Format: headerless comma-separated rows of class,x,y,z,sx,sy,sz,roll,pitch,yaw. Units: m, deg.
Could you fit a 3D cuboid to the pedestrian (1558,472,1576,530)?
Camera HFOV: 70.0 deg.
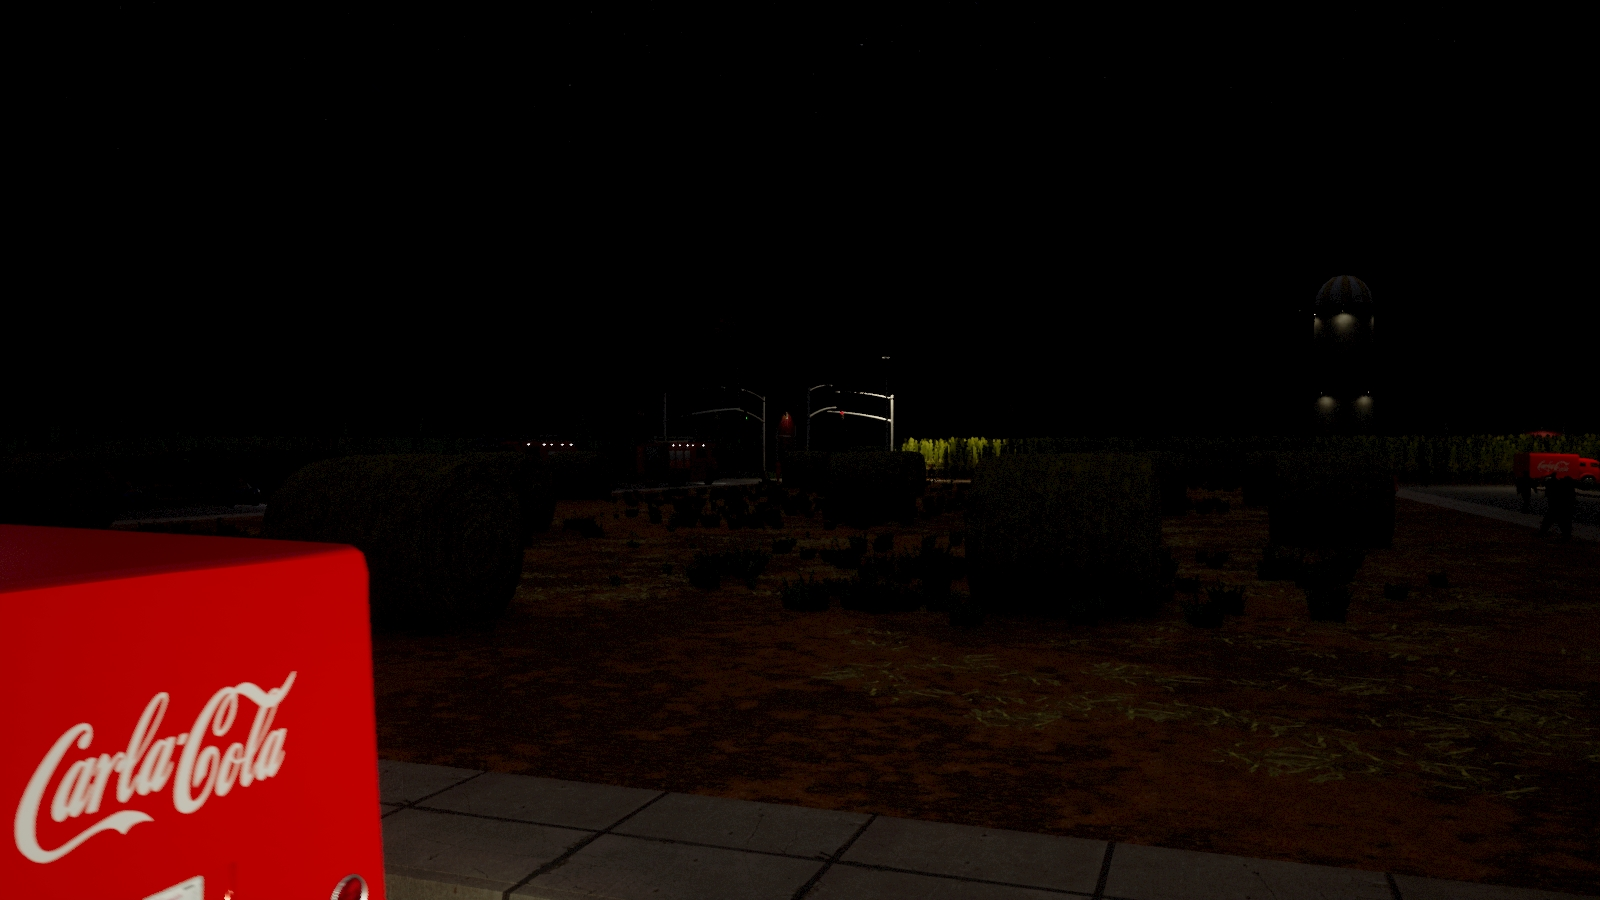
pedestrian,24.967,1.665,37.190,0.375,1.860,0.375,0,0,15

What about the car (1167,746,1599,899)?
car,3.114,1.904,2.199,4.553,1.767,2.097,0,0,20

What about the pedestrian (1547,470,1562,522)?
pedestrian,27.222,1.664,41.203,0.375,1.860,0.375,0,0,19

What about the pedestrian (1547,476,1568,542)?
pedestrian,21.604,1.666,32.581,0.375,1.860,0.375,0,0,-28

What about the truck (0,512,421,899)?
truck,-4.679,1.580,5.001,5.204,2.467,2.627,1,0,20
